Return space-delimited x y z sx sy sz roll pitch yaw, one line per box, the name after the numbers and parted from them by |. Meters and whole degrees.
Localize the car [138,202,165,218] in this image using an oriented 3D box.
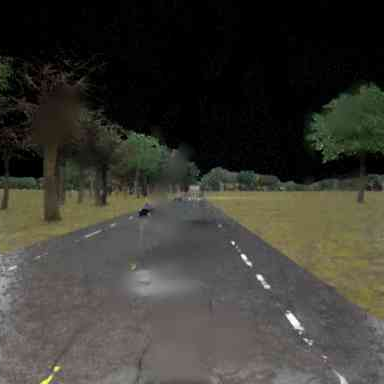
-3.501 1.535 29.438 1.895 1.301 4.718 0 0 0 | car

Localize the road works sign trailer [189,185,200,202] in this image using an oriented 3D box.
0.546 0.257 72.559 2.380 3.560 2.880 0 0 1 | road works sign trailer

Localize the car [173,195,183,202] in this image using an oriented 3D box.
-2.976 1.322 70.919 2.033 1.411 5.357 0 0 1 | car
